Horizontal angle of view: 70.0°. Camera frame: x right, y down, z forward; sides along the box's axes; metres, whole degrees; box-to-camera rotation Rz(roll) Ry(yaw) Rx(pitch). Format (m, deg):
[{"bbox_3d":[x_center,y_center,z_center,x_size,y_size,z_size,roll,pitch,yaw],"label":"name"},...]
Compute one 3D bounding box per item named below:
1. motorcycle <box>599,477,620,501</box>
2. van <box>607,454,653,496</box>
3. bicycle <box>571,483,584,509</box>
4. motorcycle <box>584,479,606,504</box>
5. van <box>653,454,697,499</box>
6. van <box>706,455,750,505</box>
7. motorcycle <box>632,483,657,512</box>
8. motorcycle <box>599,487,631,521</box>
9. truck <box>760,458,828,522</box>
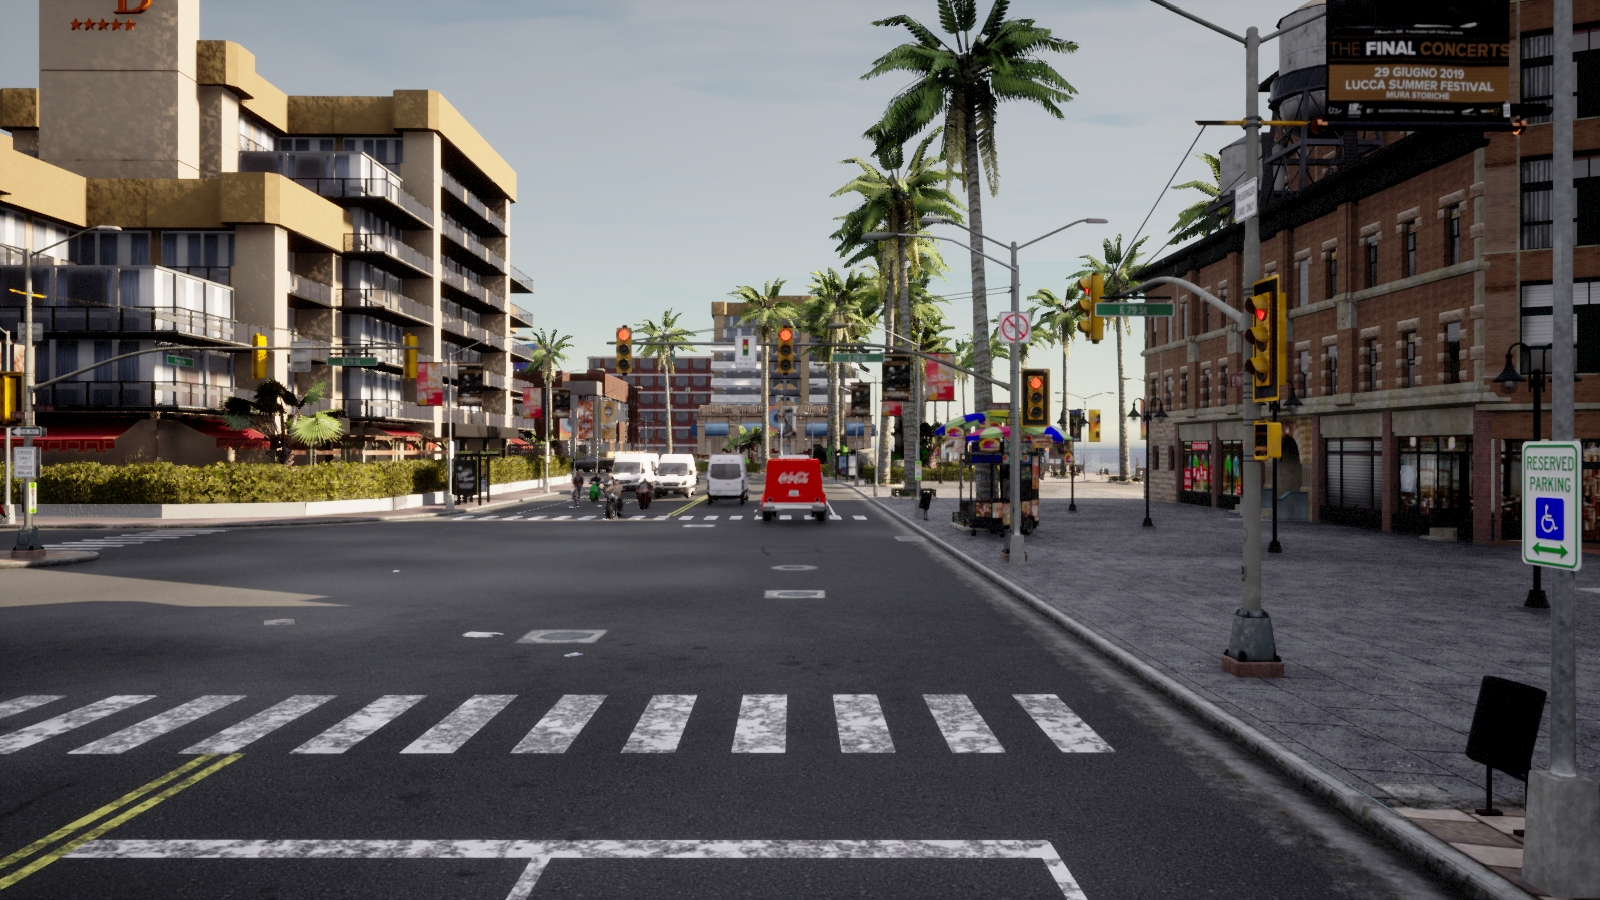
[{"bbox_3d":[-10.860,2.205,65.205,0.867,1.251,2.209,0,0,0],"label":"motorcycle"},{"bbox_3d":[-10.790,1.535,73.006,1.988,2.561,5.915,0,0,1],"label":"van"},{"bbox_3d":[-10.785,2.210,55.411,0.329,1.171,1.835,0,0,0],"label":"bicycle"},{"bbox_3d":[-10.844,2.182,60.497,0.856,1.236,1.805,0,0,0],"label":"motorcycle"},{"bbox_3d":[-7.377,1.535,67.906,1.988,2.561,5.915,0,0,-1],"label":"van"},{"bbox_3d":[-3.822,1.534,61.473,1.988,2.561,5.915,0,0,0],"label":"van"},{"bbox_3d":[-7.285,2.205,53.704,0.867,1.251,2.209,0,0,0],"label":"motorcycle"},{"bbox_3d":[-7.512,2.170,46.535,0.764,1.277,2.356,-1,0,4],"label":"motorcycle"},{"bbox_3d":[-0.252,1.568,47.022,2.627,2.467,5.204,0,0,0],"label":"truck"}]
